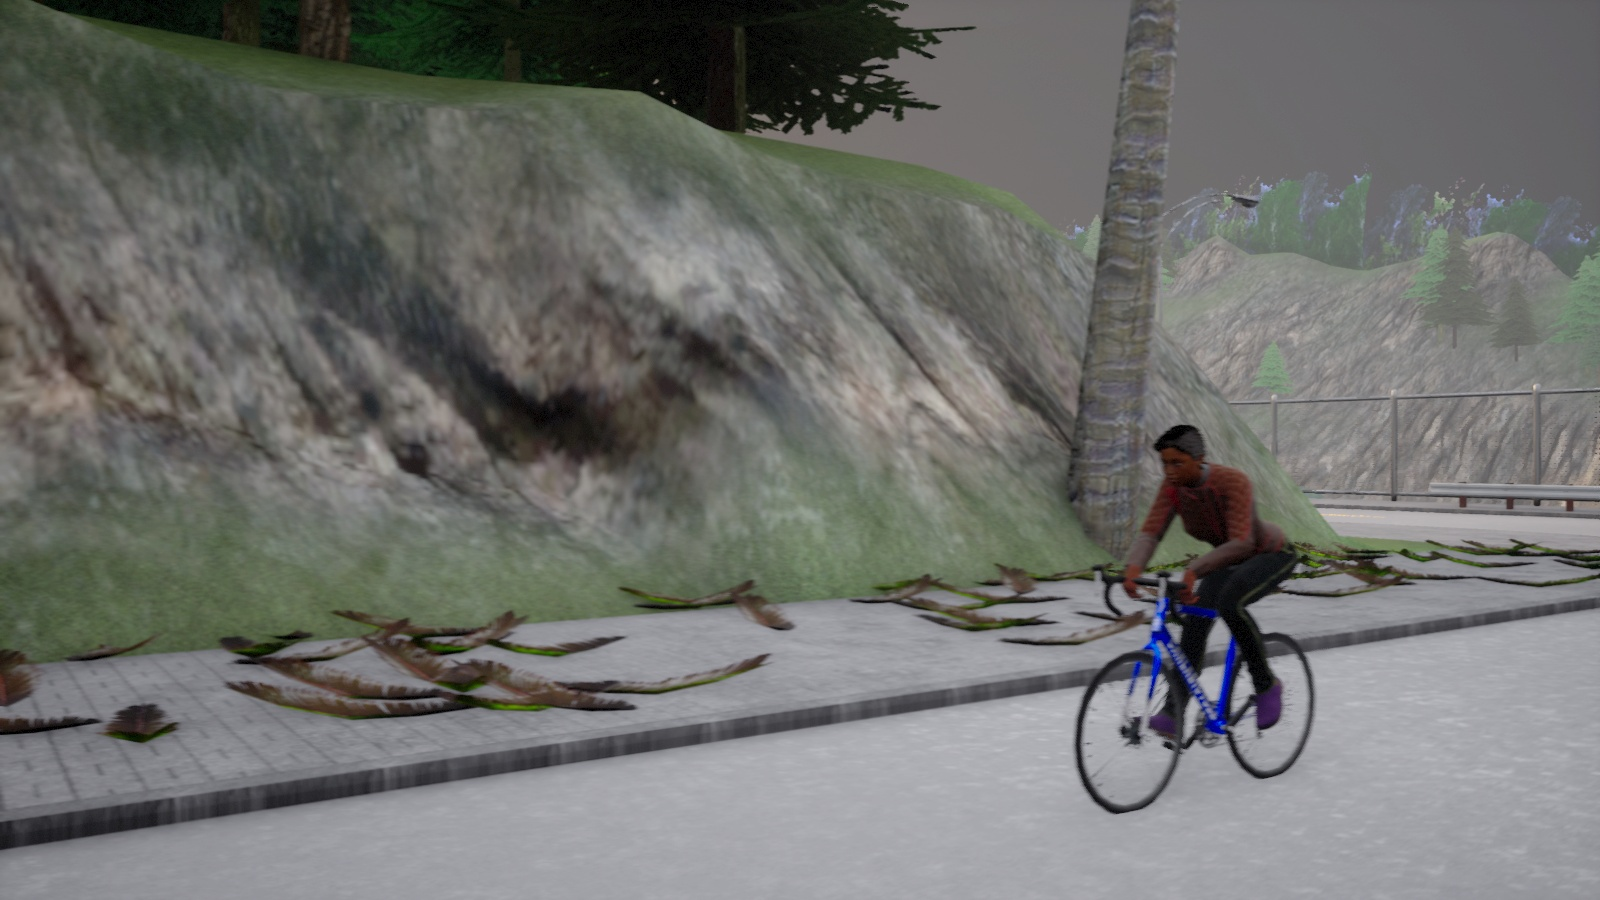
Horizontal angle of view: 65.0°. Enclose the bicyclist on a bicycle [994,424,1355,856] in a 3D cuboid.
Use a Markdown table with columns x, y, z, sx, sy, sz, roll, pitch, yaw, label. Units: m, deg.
| x | y | z | sx | sy | sz | roll | pitch | yaw | label |
| --- | --- | --- | --- | --- | --- | --- | --- | --- | --- |
| 1.651 | 0.707 | 5.422 | 1.656 | 1.620 | 0.582 | 0 | 0 | -35 | bicyclist on a bicycle |
